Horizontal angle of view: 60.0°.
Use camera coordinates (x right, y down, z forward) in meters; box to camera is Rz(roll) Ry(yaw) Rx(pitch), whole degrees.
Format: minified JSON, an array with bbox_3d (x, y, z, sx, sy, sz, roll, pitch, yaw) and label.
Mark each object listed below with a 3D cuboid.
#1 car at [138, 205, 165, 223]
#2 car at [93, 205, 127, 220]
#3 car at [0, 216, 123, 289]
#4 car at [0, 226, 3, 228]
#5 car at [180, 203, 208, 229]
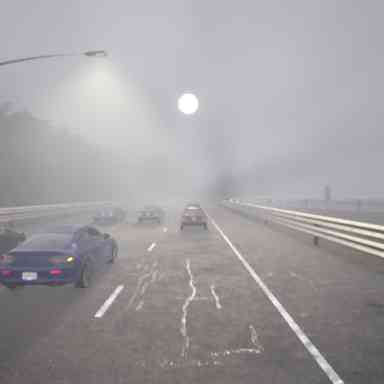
[{"bbox_3d":[-3.378,1.811,28.234,2.033,1.411,5.357,0,-1,0],"label":"car"},{"bbox_3d":[-6.877,1.810,28.199,2.033,1.411,5.357,0,-1,0],"label":"car"},{"bbox_3d":[-3.405,1.613,9.267,1.812,1.442,4.674,0,-1,0],"label":"car"},{"bbox_3d":[-6.892,1.587,10.121,2.128,1.511,4.902,0,0,0],"label":"car"},{"bbox_3d":[0.124,1.768,23.430,2.033,1.411,5.357,0,0,0],"label":"car"}]
